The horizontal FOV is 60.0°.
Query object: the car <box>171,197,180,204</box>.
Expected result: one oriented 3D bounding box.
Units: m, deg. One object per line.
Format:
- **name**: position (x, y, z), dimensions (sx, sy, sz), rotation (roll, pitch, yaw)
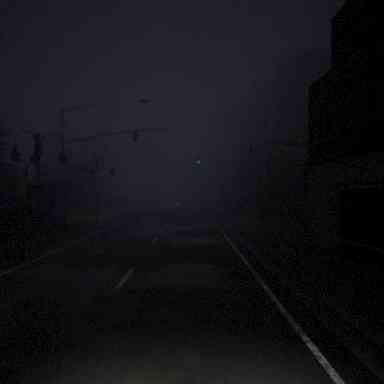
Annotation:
- **car**: position (-3.508, 1.706, 70.772), dimensions (2.033, 1.411, 5.357), rotation (0, 0, 0)
